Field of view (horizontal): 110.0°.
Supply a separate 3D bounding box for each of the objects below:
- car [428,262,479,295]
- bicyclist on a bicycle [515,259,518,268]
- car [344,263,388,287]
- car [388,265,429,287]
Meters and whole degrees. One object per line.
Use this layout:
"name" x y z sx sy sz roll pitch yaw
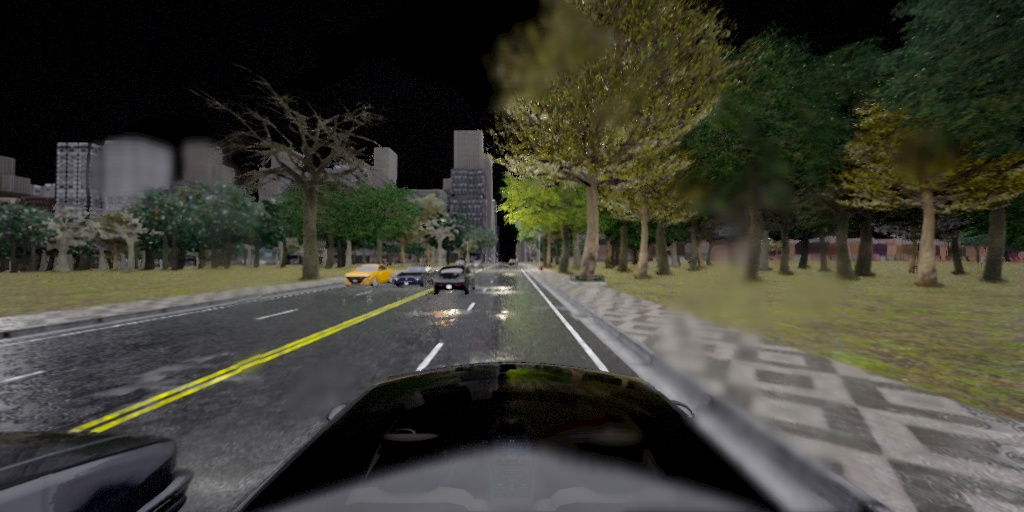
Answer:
"car" -3.154 1.300 20.360 1.837 1.490 4.892 0 0 0
"bicyclist on a bicycle" 0.878 1.392 63.619 0.659 1.776 1.843 0 0 0
"car" -9.852 1.290 25.014 1.882 1.535 5.008 0 0 0
"car" -6.604 1.360 25.093 2.033 1.411 5.357 0 0 0
